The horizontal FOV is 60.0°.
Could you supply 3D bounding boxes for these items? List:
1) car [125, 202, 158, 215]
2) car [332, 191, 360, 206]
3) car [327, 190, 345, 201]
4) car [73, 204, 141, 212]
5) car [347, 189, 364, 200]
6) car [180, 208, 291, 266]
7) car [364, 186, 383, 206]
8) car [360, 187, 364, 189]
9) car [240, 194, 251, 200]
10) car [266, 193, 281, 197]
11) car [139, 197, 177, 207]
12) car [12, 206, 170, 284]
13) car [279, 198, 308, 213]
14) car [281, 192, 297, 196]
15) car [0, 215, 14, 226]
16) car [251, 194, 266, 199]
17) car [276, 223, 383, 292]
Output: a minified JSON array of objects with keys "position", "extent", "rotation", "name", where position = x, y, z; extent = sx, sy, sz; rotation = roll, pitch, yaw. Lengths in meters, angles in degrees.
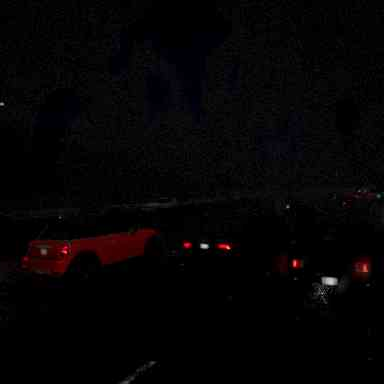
[{"position":[-6.760,2.238,45.315],"extent":[1.812,1.442,4.674],"rotation":[-3,-1,31],"name":"car"},{"position":[18.565,0.943,39.981],"extent":[1.895,1.301,4.718],"rotation":[-3,-1,31],"name":"car"},{"position":[23.624,0.755,55.272],"extent":[1.837,1.490,4.892],"rotation":[-3,-1,31],"name":"car"},{"position":[-6.440,2.036,25.532],"extent":[1.837,1.490,4.892],"rotation":[-3,-1,31],"name":"car"},{"position":[26.622,0.640,53.471],"extent":[1.994,1.385,4.181],"rotation":[-3,-1,31],"name":"car"},{"position":[1.639,1.545,11.651],"extent":[2.033,1.411,5.357],"rotation":[-3,0,31],"name":"car"},{"position":[20.789,0.419,36.923],"extent":[2.150,2.045,5.566],"rotation":[-3,-1,31],"name":"car"},{"position":[36.845,0.292,70.581],"extent":[2.128,1.511,4.902],"rotation":[-3,-1,31],"name":"car"},{"position":[12.960,1.284,78.344],"extent":[1.837,1.490,4.892],"rotation":[-3,-1,31],"name":"car"},{"position":[18.959,0.939,74.752],"extent":[1.837,1.490,4.892],"rotation":[-3,-1,31],"name":"car"},{"position":[-4.077,1.773,43.030],"extent":[2.150,2.045,5.566],"rotation":[-3,-1,31],"name":"car"},{"position":[-2.929,1.586,10.839],"extent":[2.097,1.767,4.553],"rotation":[-3,0,31],"name":"car"},{"position":[9.784,1.290,32.104],"extent":[1.994,1.385,4.181],"rotation":[-3,-1,31],"name":"car"},{"position":[21.960,0.806,72.956],"extent":[2.033,1.411,5.357],"rotation":[-3,-1,31],"name":"car"},{"position":[-17.241,2.647,27.912],"extent":[1.812,1.442,4.674],"rotation":[-3,-1,31],"name":"car"},{"position":[15.962,1.164,76.547],"extent":[1.994,1.385,4.181],"rotation":[-3,-1,31],"name":"car"},{"position":[3.888,1.456,8.592],"extent":[1.895,1.301,4.718],"rotation":[-3,0,31],"name":"car"}]
